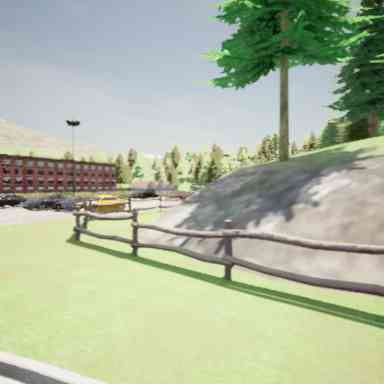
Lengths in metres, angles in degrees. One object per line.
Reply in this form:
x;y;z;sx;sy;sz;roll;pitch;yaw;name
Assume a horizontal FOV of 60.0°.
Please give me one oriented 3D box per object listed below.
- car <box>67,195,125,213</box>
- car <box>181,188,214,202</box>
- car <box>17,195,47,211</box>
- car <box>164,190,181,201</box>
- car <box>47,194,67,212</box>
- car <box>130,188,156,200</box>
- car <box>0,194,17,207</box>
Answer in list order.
-7.969;1.038;28.962;1.882;1.535;5.008;0;1;28;car
0.971;0.409;52.518;2.150;2.045;5.566;0;1;29;car
-13.998;1.018;32.525;1.837;1.490;4.892;0;1;28;car
-2.561;0.530;53.382;2.097;1.767;4.553;0;1;29;car
-10.838;1.096;31.012;1.994;1.385;4.181;0;1;28;car
-8.354;0.349;57.354;2.150;2.045;5.566;0;1;29;car
-20.148;0.974;35.862;1.837;1.490;4.892;0;1;29;car
